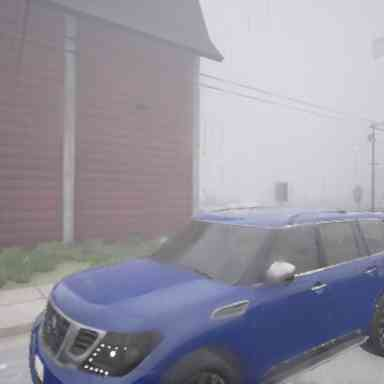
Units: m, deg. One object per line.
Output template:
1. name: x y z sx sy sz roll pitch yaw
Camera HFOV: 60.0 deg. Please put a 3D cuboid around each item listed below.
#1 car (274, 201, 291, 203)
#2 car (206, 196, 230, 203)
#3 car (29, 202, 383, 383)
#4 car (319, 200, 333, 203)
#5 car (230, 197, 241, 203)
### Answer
1. car: 12.429 1.861 46.469 4.193 1.474 1.816 1 0 -36
2. car: 4.010 1.661 57.014 3.866 1.878 1.905 1 0 -36
3. car: 0.893 1.255 4.582 5.566 2.045 2.150 1 -1 -35
4. car: 22.106 2.000 55.029 3.905 1.438 1.784 1 0 -36
5. car: 8.687 1.784 73.064 4.605 1.855 1.932 1 0 -36
